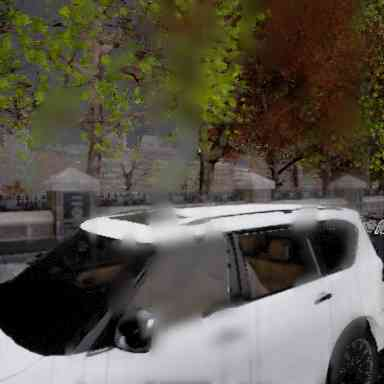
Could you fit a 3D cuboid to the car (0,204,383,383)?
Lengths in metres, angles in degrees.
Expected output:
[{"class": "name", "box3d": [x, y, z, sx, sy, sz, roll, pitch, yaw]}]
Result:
[{"class": "car", "box3d": [-0.261, 1.197, 3.192, 5.566, 2.045, 2.150, -1, 1, -35]}]

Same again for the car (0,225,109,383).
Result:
[{"class": "car", "box3d": [-3.380, 1.447, 4.146, 4.097, 1.590, 1.967, -1, 1, -36]}]
